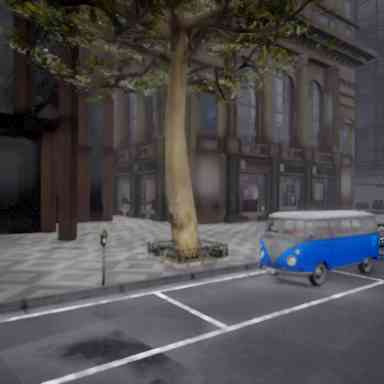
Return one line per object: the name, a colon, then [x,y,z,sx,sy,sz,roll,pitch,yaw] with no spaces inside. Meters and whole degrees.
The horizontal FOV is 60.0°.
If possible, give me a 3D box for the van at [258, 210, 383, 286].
van: [3.634,1.424,9.364,3.998,1.788,1.690,1,0,-36]
